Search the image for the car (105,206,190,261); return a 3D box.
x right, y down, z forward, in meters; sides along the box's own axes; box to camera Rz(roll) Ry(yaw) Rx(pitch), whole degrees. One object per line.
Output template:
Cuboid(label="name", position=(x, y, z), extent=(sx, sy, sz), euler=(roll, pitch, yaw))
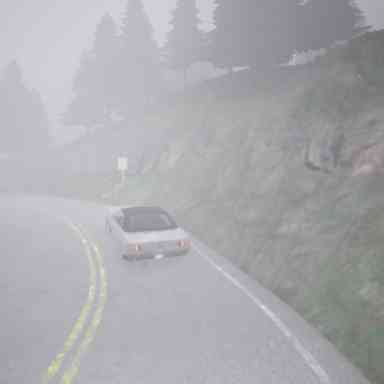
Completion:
Cuboid(label="car", position=(-1.729, 1.124, 11.252), extent=(1.895, 1.301, 4.718), euler=(-2, 11, -22))

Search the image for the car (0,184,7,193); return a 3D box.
Cuboid(label="car", position=(-16.121, -0.322, 24.366), extent=(4.718, 1.301, 1.895), euler=(2, 5, 17))
